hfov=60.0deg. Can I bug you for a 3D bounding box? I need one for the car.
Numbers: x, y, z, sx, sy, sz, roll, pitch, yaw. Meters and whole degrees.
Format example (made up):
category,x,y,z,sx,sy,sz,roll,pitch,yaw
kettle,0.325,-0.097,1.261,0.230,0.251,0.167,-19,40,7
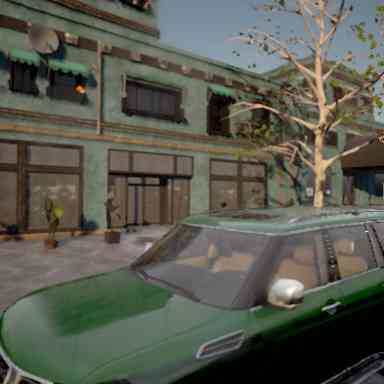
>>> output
category,x,y,z,sx,sy,sz,roll,pitch,yaw
car,0.746,1.237,3.916,5.566,2.045,2.150,0,0,-36
